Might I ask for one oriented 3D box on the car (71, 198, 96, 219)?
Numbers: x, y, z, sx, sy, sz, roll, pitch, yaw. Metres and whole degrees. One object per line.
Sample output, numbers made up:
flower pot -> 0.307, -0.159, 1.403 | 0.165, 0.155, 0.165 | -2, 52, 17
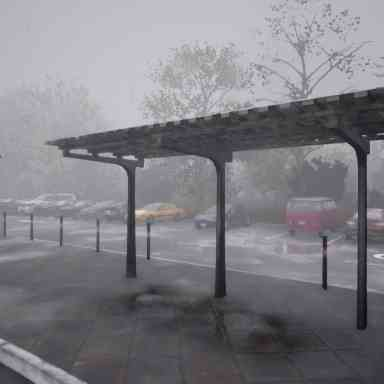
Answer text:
car -> -6.999, 1.461, 27.625 | 2.231, 1.521, 4.892 | 0, 0, 35

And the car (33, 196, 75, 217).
car -> -11.531, 1.450, 30.832 | 2.097, 1.535, 5.008 | 0, 0, 35

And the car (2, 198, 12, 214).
car -> -16.067, 1.442, 34.030 | 2.231, 1.521, 4.892 | 0, 0, 35

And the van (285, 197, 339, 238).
van -> 6.655, 1.264, 18.091 | 1.878, 1.987, 4.442 | 0, 0, 35

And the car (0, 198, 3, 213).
car -> -18.334, 1.433, 35.636 | 2.097, 1.535, 5.008 | 0, 0, 35

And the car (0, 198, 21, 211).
car -> -22.876, 1.443, 38.823 | 2.163, 1.488, 4.792 | 0, 0, 35

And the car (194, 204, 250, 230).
car -> 2.041, 1.510, 21.180 | 2.163, 1.488, 4.792 | 0, 0, 35

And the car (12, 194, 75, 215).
car -> -13.815, 1.194, 32.408 | 2.435, 2.045, 5.566 | 0, 0, 35

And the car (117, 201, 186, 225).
car -> -2.580, 1.467, 24.261 | 1.946, 1.575, 5.366 | 0, 0, 35

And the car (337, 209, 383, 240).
car -> 8.850, 1.536, 16.390 | 2.002, 1.452, 4.674 | 0, 0, 35

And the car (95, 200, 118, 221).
car -> -4.721, 1.495, 26.040 | 2.163, 1.488, 4.792 | 0, 0, 35

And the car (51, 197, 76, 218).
car -> -9.265, 1.455, 29.228 | 2.097, 1.535, 5.008 | 0, 0, 35
